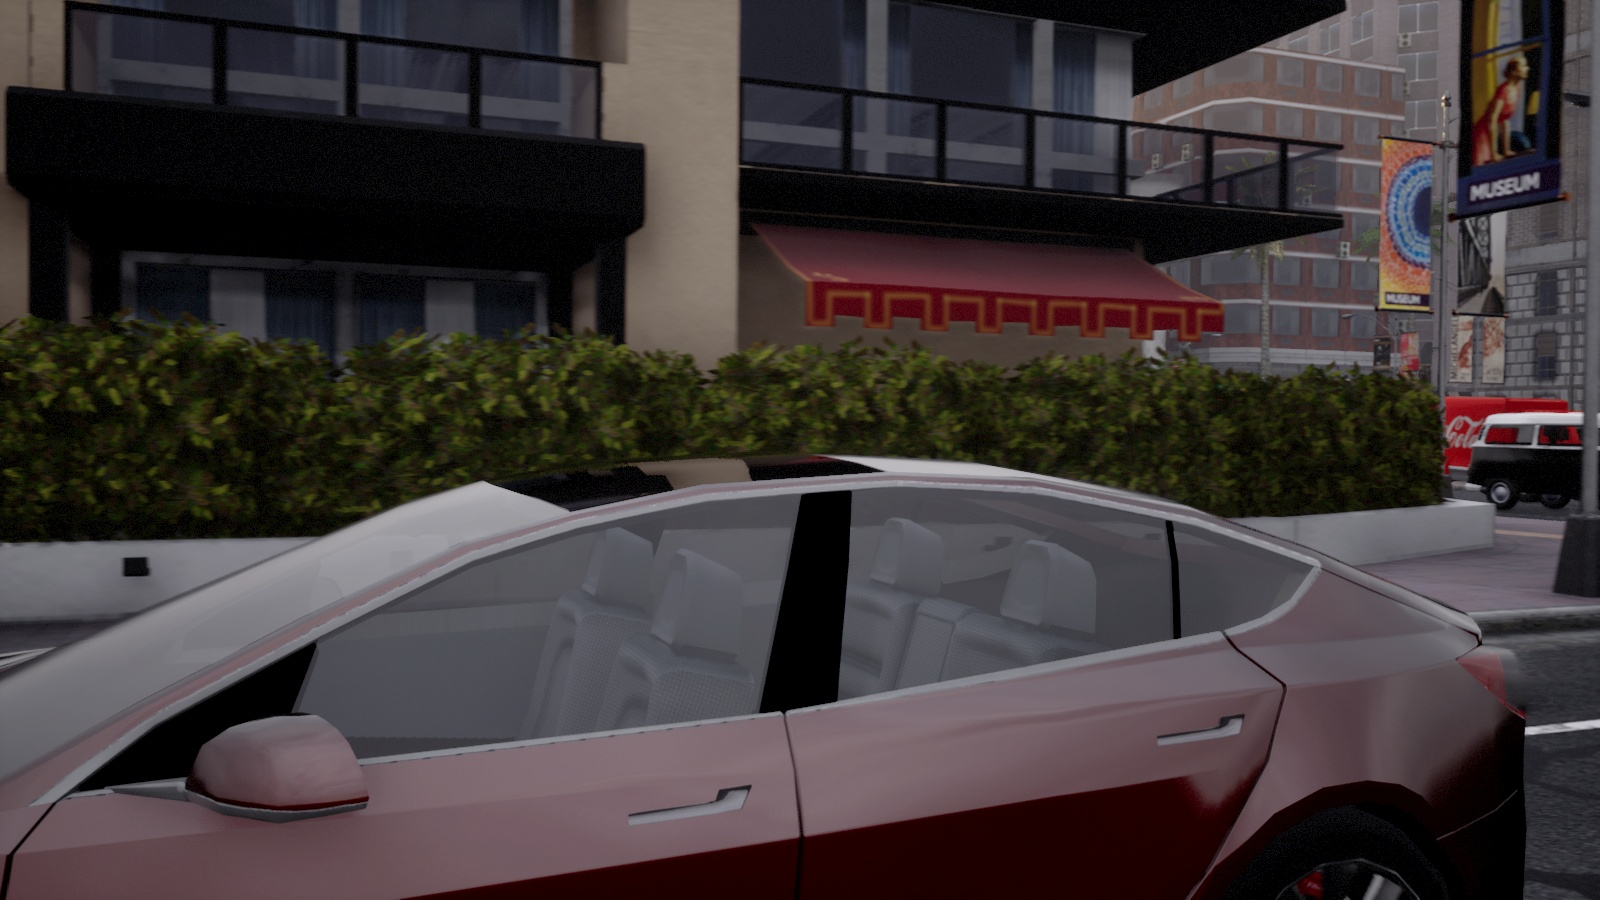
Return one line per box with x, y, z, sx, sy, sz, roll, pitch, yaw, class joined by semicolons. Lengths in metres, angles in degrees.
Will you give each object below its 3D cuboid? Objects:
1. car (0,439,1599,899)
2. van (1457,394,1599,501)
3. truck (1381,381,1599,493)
-0.473;0.752;3.060;4.792;1.488;2.163;-1;1;-21;car
15.920;-0.079;25.351;2.069;2.038;4.480;-1;1;-20;van
17.472;-0.439;31.090;2.627;2.467;5.204;-1;4;-20;truck
